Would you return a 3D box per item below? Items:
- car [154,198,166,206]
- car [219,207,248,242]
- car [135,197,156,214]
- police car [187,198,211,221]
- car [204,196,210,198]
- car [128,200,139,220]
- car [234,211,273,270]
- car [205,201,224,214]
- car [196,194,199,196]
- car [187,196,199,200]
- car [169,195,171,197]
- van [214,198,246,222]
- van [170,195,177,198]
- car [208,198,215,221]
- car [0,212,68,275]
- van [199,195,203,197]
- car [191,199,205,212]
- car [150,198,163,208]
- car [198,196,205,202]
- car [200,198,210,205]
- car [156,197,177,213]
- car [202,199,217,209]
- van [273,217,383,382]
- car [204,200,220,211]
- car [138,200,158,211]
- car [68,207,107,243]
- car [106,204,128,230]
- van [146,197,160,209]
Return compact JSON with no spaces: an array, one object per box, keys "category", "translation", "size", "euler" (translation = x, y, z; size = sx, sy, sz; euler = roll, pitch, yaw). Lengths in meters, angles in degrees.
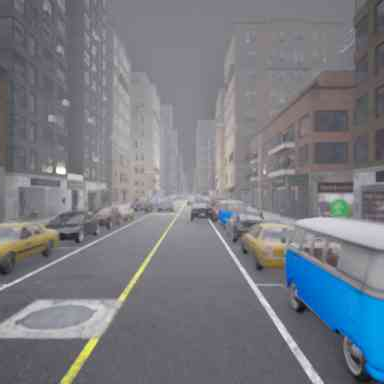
[{"category":"car","translation":[-5.889,1.839,61.721],"size":[1.752,1.417,4.829],"euler":[0,0,0]},{"category":"car","translation":[2.659,1.641,16.556],"size":[2.008,1.369,4.403],"euler":[0,0,0]},{"category":"car","translation":[-5.878,1.521,39.218],"size":[2.192,1.841,5.009],"euler":[0,0,0]},{"category":"police car","translation":[0.782,1.577,28.630],"size":[1.930,1.638,5.238],"euler":[0,0,-1]},{"category":"car","translation":[2.650,1.492,33.565],"size":[2.192,1.841,5.009],"euler":[0,0,0]},{"category":"car","translation":[-5.872,1.672,27.711],"size":[1.752,1.417,4.829],"euler":[0,0,0]},{"category":"car","translation":[2.662,1.586,11.057],"size":[1.752,1.417,4.829],"euler":[0,0,0]},{"category":"car","translation":[2.648,1.772,39.233],"size":[1.947,1.339,4.313],"euler":[0,0,0]},{"category":"car","translation":[-0.037,1.651,72.799],"size":[1.882,1.535,5.008],"euler":[0,0,0]},{"category":"car","translation":[-0.032,1.884,62.901],"size":[1.994,1.385,4.181],"euler":[0,0,0]},{"category":"car","translation":[-5.892,1.888,67.558],"size":[2.008,1.369,4.403],"euler":[0,0,0]},{"category":"van","translation":[2.656,1.460,22.227],"size":[1.690,1.788,3.998],"euler":[0,0,0]},{"category":"van","translation":[-5.906,1.787,94.755],"size":[1.690,1.788,3.998],"euler":[0,0,0]},{"category":"car","translation":[2.654,1.588,27.895],"size":[1.967,1.590,4.097],"euler":[0,0,0]},{"category":"car","translation":[-5.863,1.584,10.706],"size":[1.752,1.417,4.829],"euler":[0,0,0]},{"category":"van","translation":[2.637,1.656,61.912],"size":[1.690,1.788,3.998],"euler":[0,0,0]},{"category":"car","translation":[0.763,1.738,44.535],"size":[1.837,1.490,4.892],"euler":[0,0,0]},{"category":"car","translation":[-5.886,1.815,56.052],"size":[1.752,1.417,4.829],"euler":[0,0,0]},{"category":"car","translation":[2.620,1.886,94.776],"size":[1.967,1.590,4.097],"euler":[0,0,0]},{"category":"car","translation":[2.633,1.863,67.750],"size":[1.752,1.417,4.829],"euler":[0,0,0]},{"category":"car","translation":[-3.106,1.715,40.045],"size":[1.837,1.490,4.892],"euler":[0,0,0]},{"category":"car","translation":[2.642,1.815,50.571],"size":[2.008,1.369,4.403],"euler":[0,0,0]},{"category":"van","translation":[2.665,1.370,5.219],"size":[1.690,1.788,3.998],"euler":[0,0,0]},{"category":"car","translation":[2.645,1.801,44.902],"size":[1.947,1.339,4.313],"euler":[0,0,0]},{"category":"car","translation":[-5.881,1.785,44.884],"size":[2.008,1.369,4.403],"euler":[0,0,0]},{"category":"car","translation":[-5.866,1.655,16.544],"size":[1.947,1.339,4.313],"euler":[0,0,0]},{"category":"car","translation":[-5.869,1.664,22.212],"size":[1.887,1.381,4.507],"euler":[0,0,0]},{"category":"van","translation":[-5.884,1.605,50.554],"size":[1.690,1.788,3.998],"euler":[0,0,0]}]
